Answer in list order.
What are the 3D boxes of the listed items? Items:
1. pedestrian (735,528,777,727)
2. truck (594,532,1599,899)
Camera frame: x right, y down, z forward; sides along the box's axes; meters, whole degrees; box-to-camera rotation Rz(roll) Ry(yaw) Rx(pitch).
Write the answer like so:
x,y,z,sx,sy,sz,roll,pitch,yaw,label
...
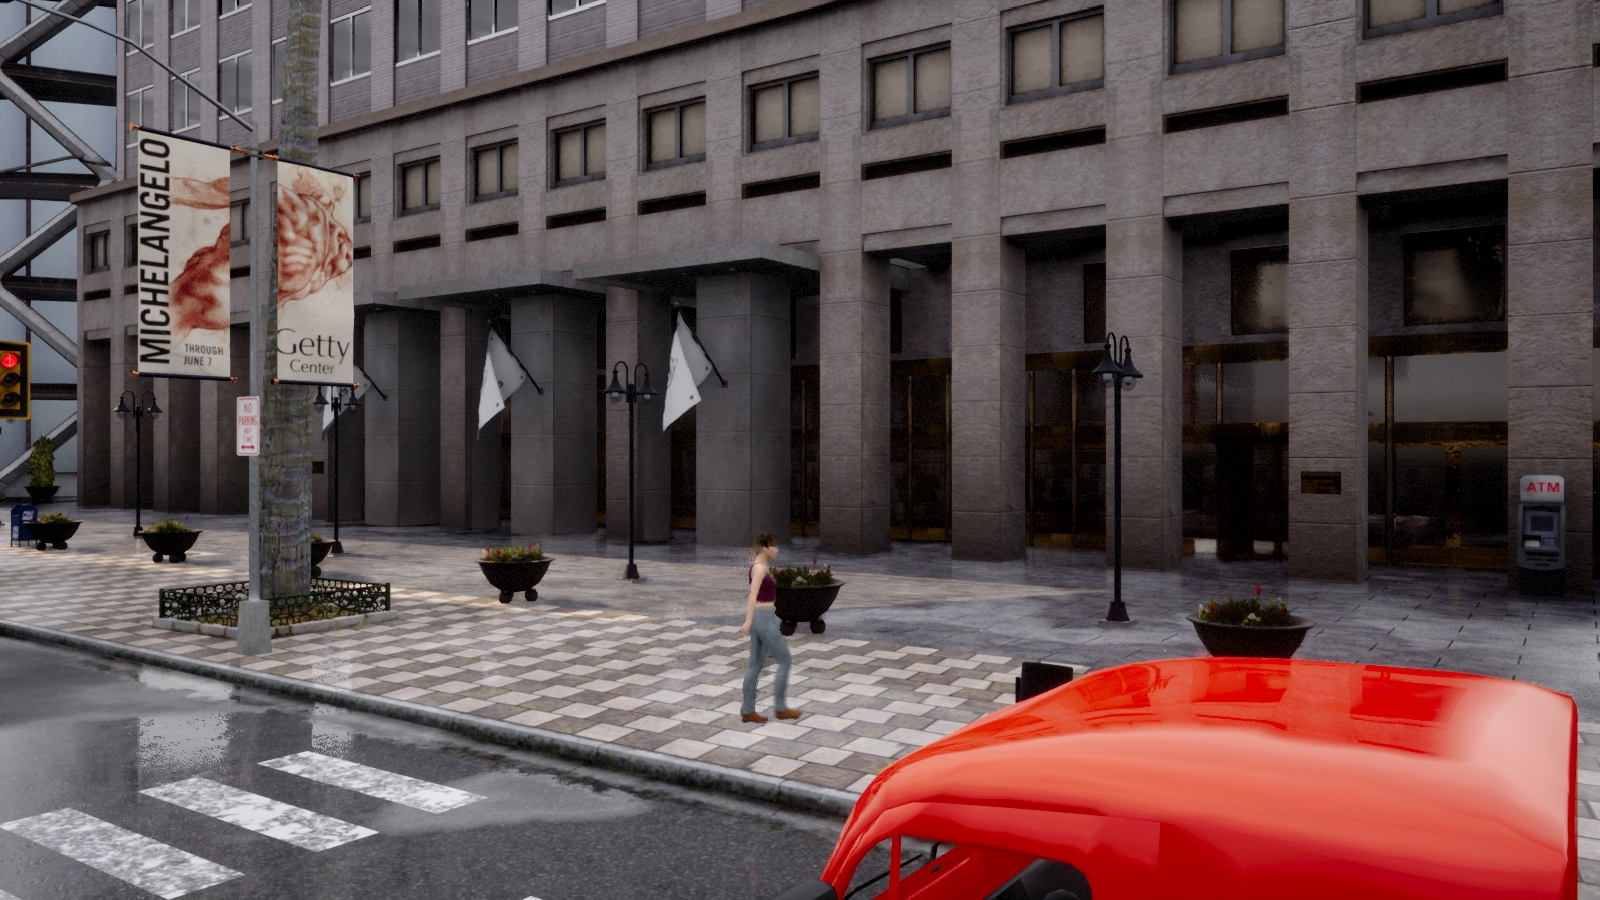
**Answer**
x,y,z,sx,sy,sz,roll,pitch,yaw,label
-0.424,1.694,11.016,0.375,1.860,0.375,0,0,-6,pedestrian
2.439,1.568,2.094,5.204,2.467,2.627,0,0,35,truck
